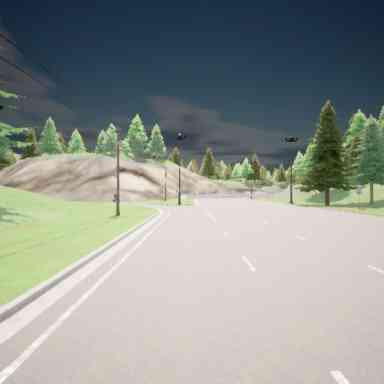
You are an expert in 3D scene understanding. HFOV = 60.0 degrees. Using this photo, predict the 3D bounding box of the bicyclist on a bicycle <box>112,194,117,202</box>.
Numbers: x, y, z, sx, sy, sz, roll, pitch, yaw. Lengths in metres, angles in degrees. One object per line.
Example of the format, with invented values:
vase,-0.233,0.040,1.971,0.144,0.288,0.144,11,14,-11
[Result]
bicyclist on a bicycle,-15.928,1.277,69.044,0.582,1.620,1.656,0,0,34
